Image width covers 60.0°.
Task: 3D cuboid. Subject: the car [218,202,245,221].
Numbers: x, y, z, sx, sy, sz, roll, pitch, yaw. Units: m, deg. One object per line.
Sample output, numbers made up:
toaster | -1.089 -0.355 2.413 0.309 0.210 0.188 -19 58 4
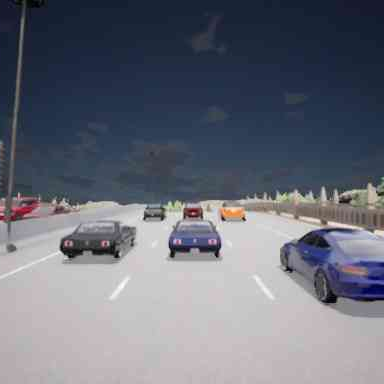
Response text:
car | 3.607 1.673 30.917 2.097 1.767 4.553 0 -1 0

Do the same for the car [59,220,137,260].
car | -3.397 1.738 13.068 1.895 1.301 4.718 0 -1 0

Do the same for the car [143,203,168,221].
car | -3.393 1.817 31.221 2.128 1.511 4.902 0 -1 0

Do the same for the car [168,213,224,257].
car | 0.103 1.743 13.578 1.895 1.301 4.718 0 -1 0

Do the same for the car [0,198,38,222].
car | -14.088 1.499 26.534 2.150 2.045 5.566 0 -1 0

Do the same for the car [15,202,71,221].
car | -10.592 1.734 24.515 1.882 1.535 5.008 0 -1 0

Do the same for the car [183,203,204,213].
car | 0.107 1.813 32.228 1.882 1.535 5.008 0 -1 0

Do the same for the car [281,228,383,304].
car | 3.602 1.612 8.235 1.812 1.442 4.674 0 -1 0
